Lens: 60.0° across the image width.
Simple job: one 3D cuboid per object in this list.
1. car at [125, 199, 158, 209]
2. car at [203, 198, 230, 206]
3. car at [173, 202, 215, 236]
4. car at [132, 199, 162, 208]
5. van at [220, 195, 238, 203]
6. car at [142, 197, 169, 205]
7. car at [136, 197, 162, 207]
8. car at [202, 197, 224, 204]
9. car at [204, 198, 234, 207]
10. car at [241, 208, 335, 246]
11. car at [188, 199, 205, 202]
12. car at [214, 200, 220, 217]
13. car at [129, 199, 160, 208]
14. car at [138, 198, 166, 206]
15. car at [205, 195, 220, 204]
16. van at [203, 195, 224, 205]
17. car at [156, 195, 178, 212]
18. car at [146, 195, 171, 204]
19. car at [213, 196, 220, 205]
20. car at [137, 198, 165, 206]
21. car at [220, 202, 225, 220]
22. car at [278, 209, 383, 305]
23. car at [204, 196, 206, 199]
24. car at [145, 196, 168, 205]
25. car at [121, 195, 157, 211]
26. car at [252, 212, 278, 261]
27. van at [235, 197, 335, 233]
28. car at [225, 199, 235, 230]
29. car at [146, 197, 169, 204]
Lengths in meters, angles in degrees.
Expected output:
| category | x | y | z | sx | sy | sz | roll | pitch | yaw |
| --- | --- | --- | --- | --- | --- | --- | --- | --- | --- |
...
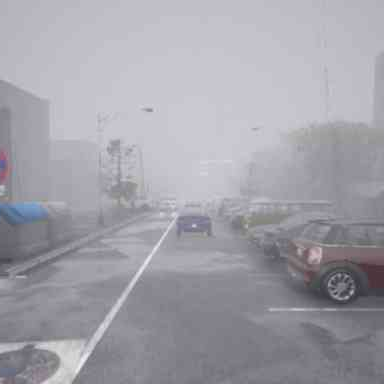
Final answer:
| category | x | y | z | sx | sy | sz | roll | pitch | yaw |
| --- | --- | --- | --- | --- | --- | --- | --- | --- | --- |
| car | -7.661 | 1.846 | 50.839 | 4.674 | 1.452 | 2.002 | 0 | 0 | 0 |
| car | 4.664 | 1.889 | 63.714 | 4.892 | 1.521 | 2.231 | 0 | 0 | 0 |
| car | 0.106 | 1.603 | 19.539 | 1.882 | 1.535 | 5.008 | 0 | 0 | 0 |
| car | -7.691 | 1.874 | 56.840 | 4.792 | 1.488 | 2.163 | 0 | 0 | 0 |
| van | 4.776 | 1.429 | 27.273 | 4.442 | 1.987 | 1.878 | 0 | 0 | 0 |
| car | -7.473 | 1.916 | 68.594 | 5.366 | 1.575 | 1.946 | 0 | 0 | 0 |
| car | -7.692 | 1.737 | 59.779 | 4.553 | 1.767 | 2.185 | 0 | 0 | 0 |
| car | 4.668 | 1.927 | 74.776 | 4.892 | 1.521 | 2.231 | 0 | 1 | 0 |
| car | 4.663 | 1.851 | 58.002 | 5.008 | 1.535 | 2.097 | 0 | 0 | 0 |
| car | 4.661 | 1.567 | 13.305 | 4.892 | 1.521 | 2.231 | 0 | 0 | 0 |
| car | 0.112 | 1.711 | 36.338 | 1.882 | 1.535 | 5.008 | 0 | 0 | 0 |
| car | 4.688 | 1.703 | 30.068 | 4.792 | 1.488 | 2.163 | 0 | 0 | 0 |
| car | -7.660 | 1.865 | 53.901 | 4.674 | 1.452 | 2.002 | 0 | 0 | 0 |
| car | -7.844 | 1.897 | 65.654 | 5.366 | 1.575 | 1.946 | 0 | 0 | 0 |
| car | 4.698 | 1.673 | 49.747 | 4.553 | 1.767 | 2.185 | 0 | 0 | 0 |
| van | 4.556 | 1.709 | 71.968 | 4.442 | 1.987 | 1.878 | 0 | 0 | 0 |
| car | -3.070 | 1.506 | 44.198 | 2.150 | 2.045 | 5.566 | 0 | -1 | 0 |
| car | -7.627 | 1.649 | 77.309 | 5.566 | 2.045 | 2.435 | 0 | 0 | 0 |
| car | 4.630 | 1.565 | 32.860 | 4.553 | 1.767 | 2.185 | 0 | 0 | 0 |
| car | -7.666 | 1.882 | 62.591 | 4.892 | 1.521 | 2.231 | 0 | 0 | 0 |
| car | 4.656 | 1.677 | 24.478 | 4.674 | 1.452 | 2.002 | 0 | 0 | 0 |
| car | 4.621 | 1.405 | 7.720 | 4.553 | 1.767 | 2.185 | 0 | 0 | 0 |
| car | 4.640 | 1.582 | 55.209 | 5.566 | 2.045 | 2.435 | 0 | 0 | 0 |
| car | -7.626 | 1.808 | 71.536 | 4.553 | 1.767 | 2.185 | 0 | 0 | 0 |
| car | -7.633 | 1.661 | 47.901 | 4.553 | 1.767 | 2.185 | 0 | 0 | 0 |
| car | 4.648 | 1.549 | 10.511 | 4.892 | 1.521 | 2.231 | 0 | 0 | 0 |
| van | 4.539 | 1.358 | 16.099 | 4.442 | 1.987 | 1.878 | 0 | 0 | 0 |
| car | 4.688 | 1.494 | 21.687 | 4.553 | 1.767 | 2.185 | 0 | 0 | 0 |
| car | -7.661 | 1.929 | 74.366 | 5.008 | 1.535 | 2.097 | 0 | 0 | 0 |
